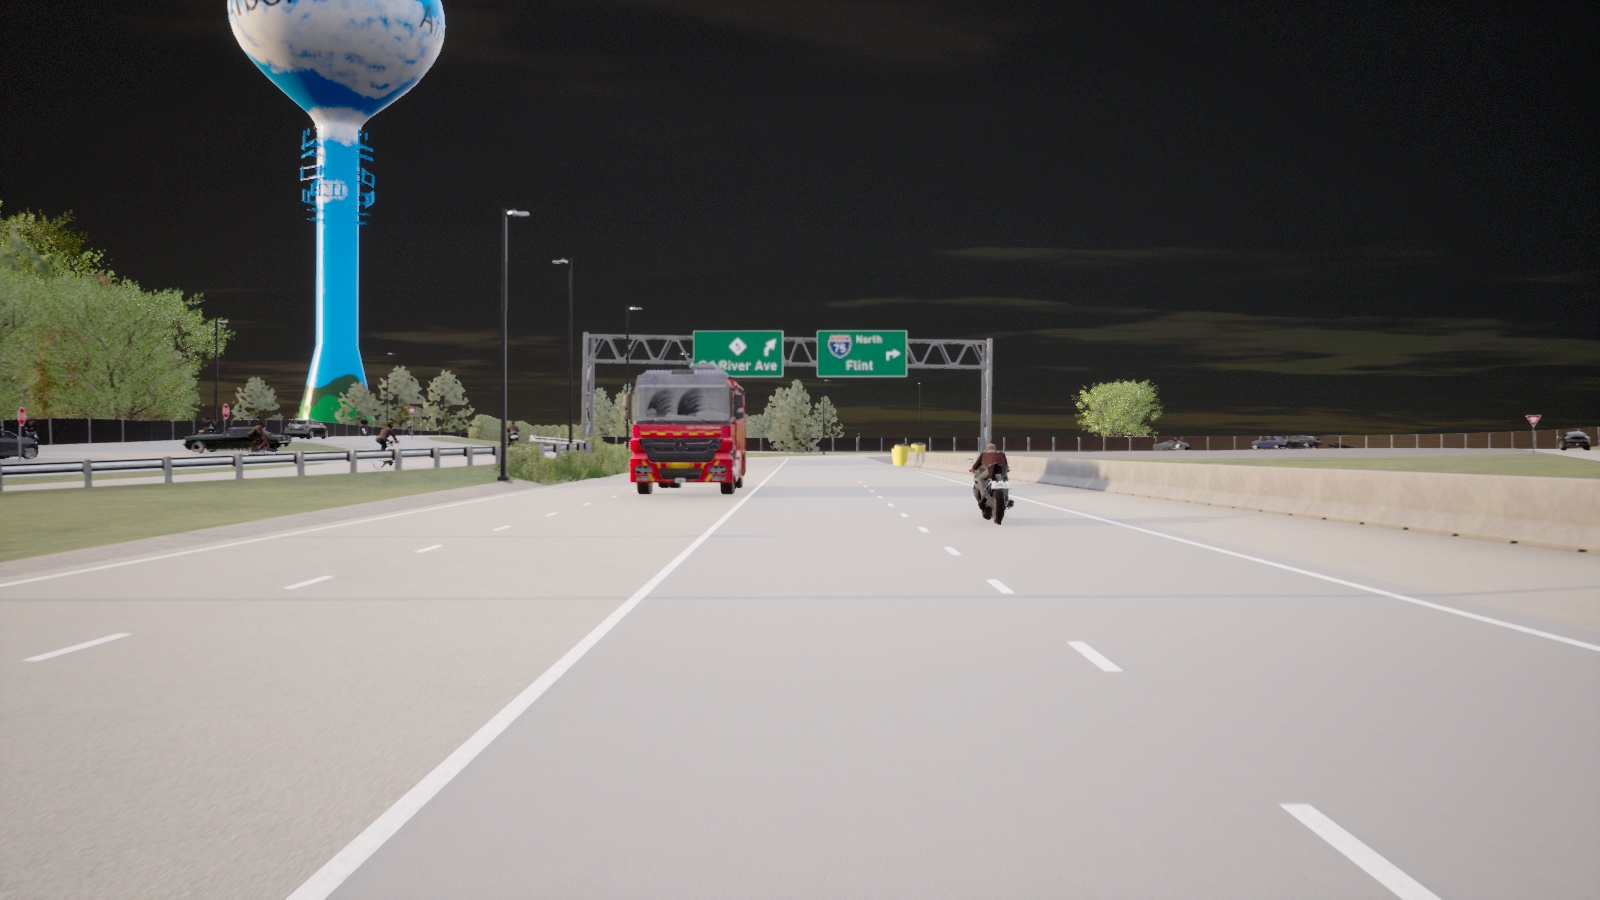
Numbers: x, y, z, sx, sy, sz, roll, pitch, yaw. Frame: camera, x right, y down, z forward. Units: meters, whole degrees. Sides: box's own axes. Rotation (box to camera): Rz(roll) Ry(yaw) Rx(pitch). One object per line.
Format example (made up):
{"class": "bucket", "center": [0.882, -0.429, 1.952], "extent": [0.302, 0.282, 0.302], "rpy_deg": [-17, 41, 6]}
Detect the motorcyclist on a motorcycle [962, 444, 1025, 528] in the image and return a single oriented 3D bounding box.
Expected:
{"class": "motorcyclist on a motorcycle", "center": [3.652, 0.655, 23.908], "extent": [0.866, 1.530, 2.191], "rpy_deg": [0, 0, 0]}

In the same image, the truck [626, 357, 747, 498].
{"class": "truck", "center": [-3.263, -0.637, 38.364], "extent": [2.891, 3.827, 8.468], "rpy_deg": [0, 0, 0]}

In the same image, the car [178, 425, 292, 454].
{"class": "car", "center": [-27.850, -0.532, 61.989], "extent": [4.718, 1.301, 1.895], "rpy_deg": [0, 3, -1]}

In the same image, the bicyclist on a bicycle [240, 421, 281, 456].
{"class": "bicyclist on a bicycle", "center": [-25.120, -0.530, 58.493], "extent": [1.656, 1.620, 0.582], "rpy_deg": [0, 2, -2]}

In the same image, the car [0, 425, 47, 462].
{"class": "car", "center": [-35.663, -0.274, 55.639], "extent": [1.845, 1.501, 3.633], "rpy_deg": [0, 3, 16]}

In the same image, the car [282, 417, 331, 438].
{"class": "car", "center": [-35.755, -1.630, 91.119], "extent": [1.970, 1.475, 3.806], "rpy_deg": [1, 1, 2]}
